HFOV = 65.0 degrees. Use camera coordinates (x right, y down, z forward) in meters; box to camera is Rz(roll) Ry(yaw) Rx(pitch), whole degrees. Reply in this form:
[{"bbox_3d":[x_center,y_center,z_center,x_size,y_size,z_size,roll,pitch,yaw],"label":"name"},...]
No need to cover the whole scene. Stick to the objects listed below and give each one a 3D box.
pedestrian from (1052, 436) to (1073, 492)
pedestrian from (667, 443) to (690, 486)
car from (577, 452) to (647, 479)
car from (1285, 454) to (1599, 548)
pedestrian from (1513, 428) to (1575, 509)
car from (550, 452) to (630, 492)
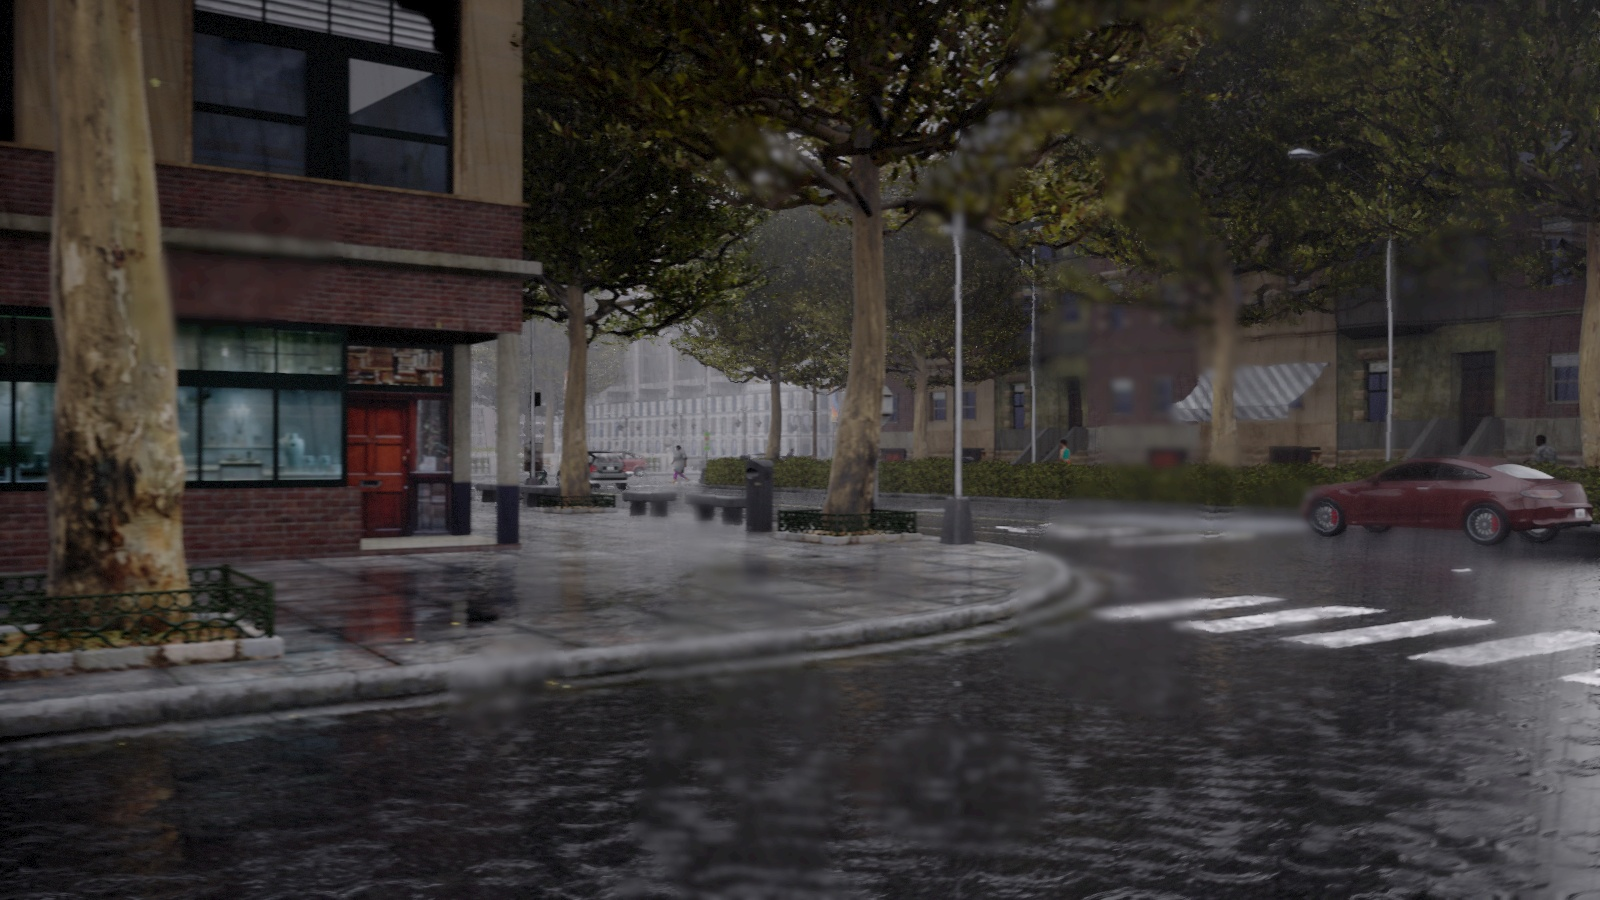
[{"bbox_3d":[8.692,0.473,41.542,0.345,1.836,0.594,0,0,-39],"label":"pedestrian"},{"bbox_3d":[-5.536,0.644,57.153,0.873,1.952,0.659,0,0,-29],"label":"pedestrian"},{"bbox_3d":[-11.212,0.917,74.944,3.705,1.549,1.789,0,0,-34],"label":"car"},{"bbox_3d":[10.991,0.792,21.706,1.812,1.442,4.674,0,0,-34],"label":"car"},{"bbox_3d":[17.265,0.424,29.163,0.874,1.855,0.900,0,0,-24],"label":"pedestrian"},{"bbox_3d":[-8.491,0.857,50.583,1.789,1.549,3.705,0,0,-34],"label":"car"}]
